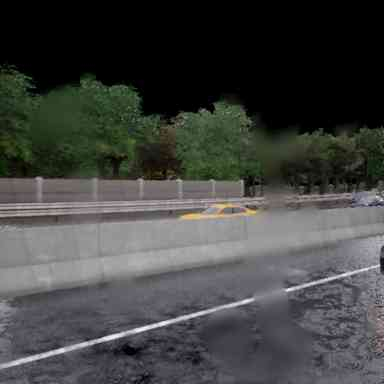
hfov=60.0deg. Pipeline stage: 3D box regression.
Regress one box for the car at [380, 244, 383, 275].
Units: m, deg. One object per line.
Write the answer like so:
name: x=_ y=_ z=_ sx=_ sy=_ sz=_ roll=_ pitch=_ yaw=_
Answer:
car: x=6.612 y=1.462 z=8.383 sx=4.892 sy=1.490 sz=1.837 roll=-1 pitch=0 yaw=-35

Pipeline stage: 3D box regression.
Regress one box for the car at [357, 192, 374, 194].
car: x=22.758 y=0.770 z=44.101 sx=4.553 sy=1.767 sz=2.097 roll=-2 pitch=1 yaw=-37

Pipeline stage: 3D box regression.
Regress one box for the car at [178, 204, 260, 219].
car: x=1.511 y=1.422 z=17.869 sx=5.008 sy=1.535 sz=1.882 roll=-1 pitch=0 yaw=-35

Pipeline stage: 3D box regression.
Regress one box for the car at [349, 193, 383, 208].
car: x=17.846 y=1.143 z=33.272 sx=4.674 sy=1.442 sz=1.812 roll=-1 pitch=1 yaw=-34
